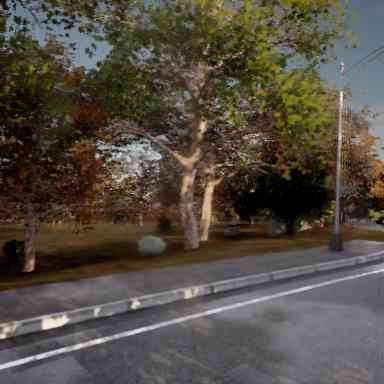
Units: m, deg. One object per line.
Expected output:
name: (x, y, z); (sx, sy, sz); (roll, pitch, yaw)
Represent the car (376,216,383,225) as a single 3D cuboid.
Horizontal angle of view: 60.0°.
car: (24.220, 3.443, 40.579); (4.181, 1.385, 1.994); (4, -3, -39)
